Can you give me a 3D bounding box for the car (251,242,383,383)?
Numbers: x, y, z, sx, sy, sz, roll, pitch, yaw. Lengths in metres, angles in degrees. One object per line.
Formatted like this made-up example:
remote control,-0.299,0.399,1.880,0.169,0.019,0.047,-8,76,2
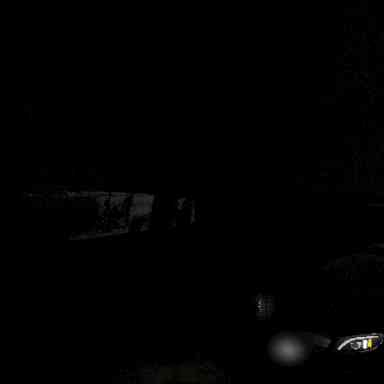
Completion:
car,3.016,1.577,5.223,4.674,1.442,1.812,1,0,-36
